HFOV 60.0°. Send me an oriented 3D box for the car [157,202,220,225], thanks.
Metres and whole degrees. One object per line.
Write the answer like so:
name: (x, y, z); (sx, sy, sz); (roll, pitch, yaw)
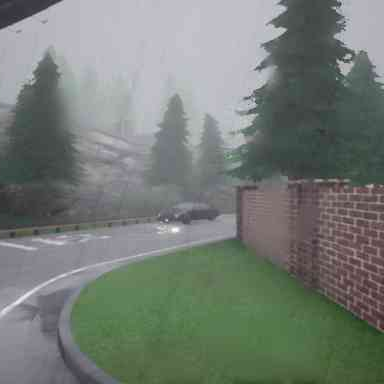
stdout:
car: (-0.068, 1.371, 22.728); (2.033, 1.411, 5.357); (0, 0, 35)
